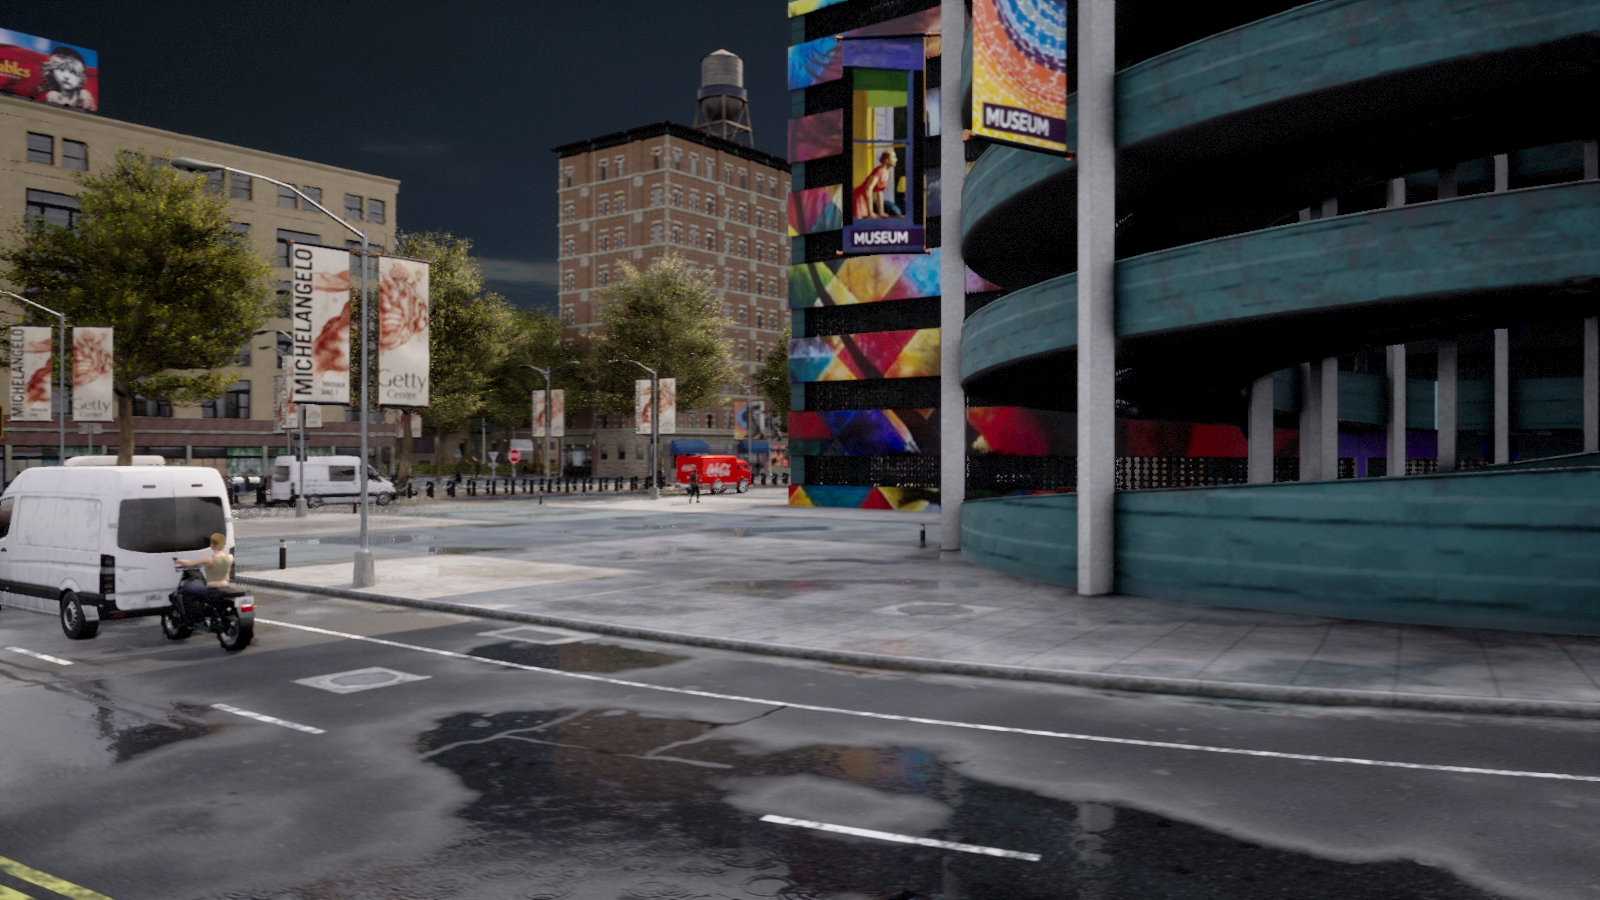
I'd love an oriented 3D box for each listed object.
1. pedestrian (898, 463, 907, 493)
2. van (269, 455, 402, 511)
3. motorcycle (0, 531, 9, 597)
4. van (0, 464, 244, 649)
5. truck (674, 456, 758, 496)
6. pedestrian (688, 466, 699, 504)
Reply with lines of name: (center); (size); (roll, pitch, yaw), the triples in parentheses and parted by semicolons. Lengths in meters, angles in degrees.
pedestrian: (6.440, 1.745, 71.761); (0.375, 1.860, 0.375); (0, 0, 36)
van: (-22.932, 1.566, 56.692); (1.988, 2.561, 5.915); (0, 0, 38)
motorcycle: (-16.219, 2.193, 22.232); (1.805, 1.236, 0.856); (0, 0, 37)
van: (-11.647, 1.544, 18.796); (5.915, 2.561, 1.988); (0, 0, 37)
truck: (-5.412, 1.614, 73.963); (2.627, 2.467, 5.204); (0, 0, 38)
pedestrian: (-5.234, 1.734, 56.332); (0.375, 1.860, 0.375); (0, 0, 37)
